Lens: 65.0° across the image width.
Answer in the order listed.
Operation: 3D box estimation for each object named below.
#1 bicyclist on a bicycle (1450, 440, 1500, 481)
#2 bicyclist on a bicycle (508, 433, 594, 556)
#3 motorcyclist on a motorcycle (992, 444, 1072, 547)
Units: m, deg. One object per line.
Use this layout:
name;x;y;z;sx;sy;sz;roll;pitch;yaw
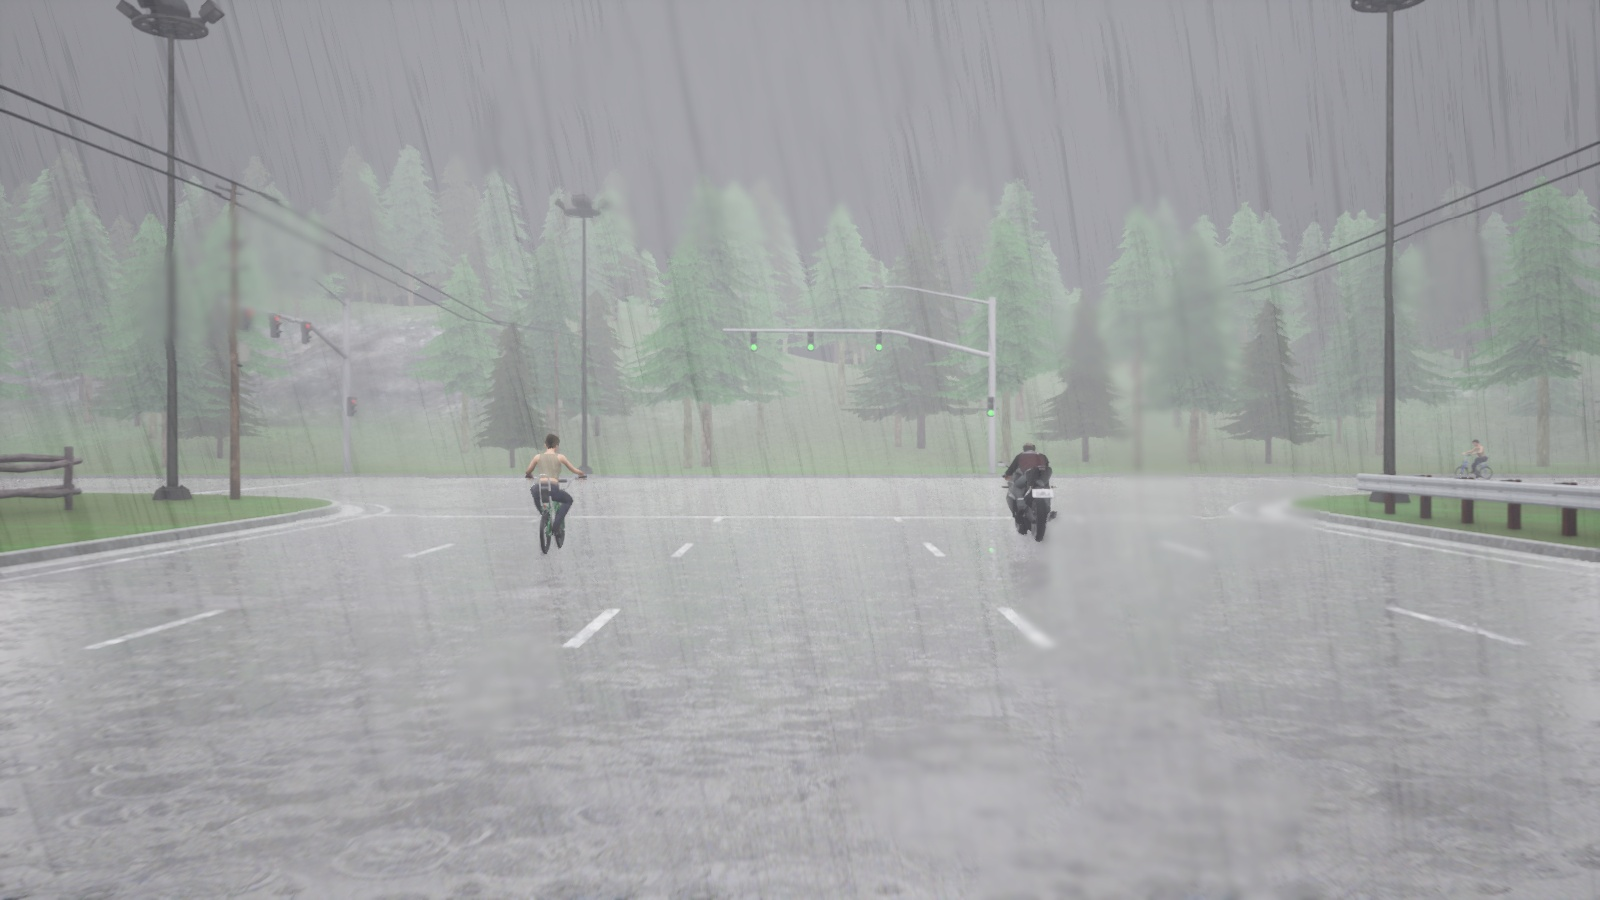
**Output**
bicyclist on a bicycle;26.939;0.422;50.128;1.509;1.612;0.866;0;0;1
bicyclist on a bicycle;-3.391;0.583;17.227;0.866;1.612;1.509;0;0;1
motorcyclist on a motorcycle;3.629;0.673;19.819;0.866;1.530;2.191;0;0;0
